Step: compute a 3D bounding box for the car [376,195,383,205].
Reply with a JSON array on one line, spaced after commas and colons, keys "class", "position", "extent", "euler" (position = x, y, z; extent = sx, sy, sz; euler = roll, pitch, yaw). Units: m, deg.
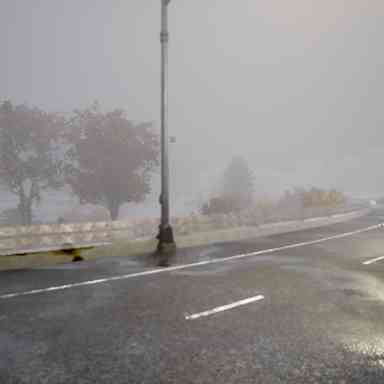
[{"class": "car", "position": [36.407, 1.420, 62.628], "extent": [2.097, 1.767, 4.553], "euler": [0, 0, 14]}]
